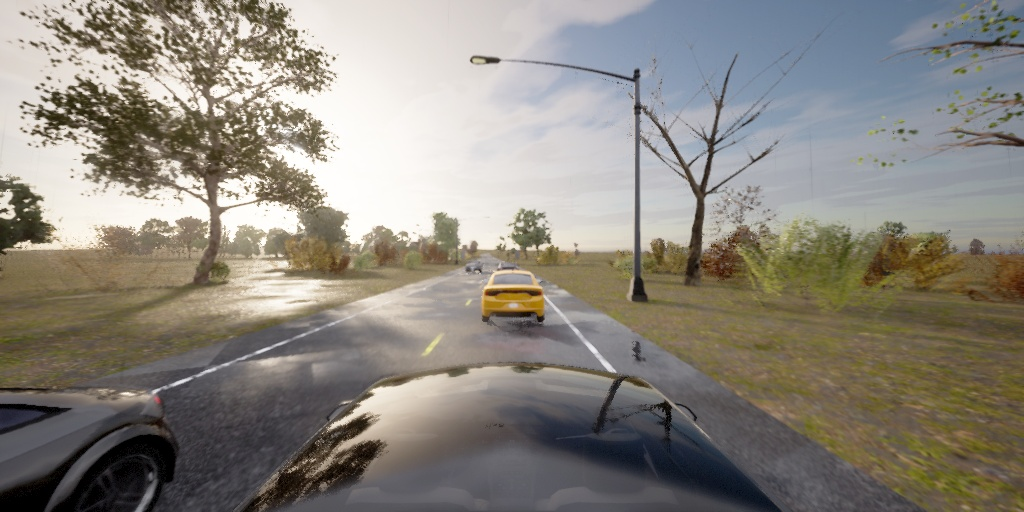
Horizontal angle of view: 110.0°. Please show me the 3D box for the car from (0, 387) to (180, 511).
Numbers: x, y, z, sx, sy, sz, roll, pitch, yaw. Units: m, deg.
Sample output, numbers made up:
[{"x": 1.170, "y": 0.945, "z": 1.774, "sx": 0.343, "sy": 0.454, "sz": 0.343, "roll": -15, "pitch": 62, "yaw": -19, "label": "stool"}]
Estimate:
[{"x": -3.615, "y": 1.316, "z": 1.055, "sx": 1.994, "sy": 1.385, "sz": 4.181, "roll": 0, "pitch": 0, "yaw": 0, "label": "car"}]

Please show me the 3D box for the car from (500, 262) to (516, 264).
[{"x": -0.355, "y": 1.238, "z": 30.428, "sx": 2.128, "sy": 1.511, "sz": 4.902, "roll": 0, "pitch": 0, "yaw": -2, "label": "car"}]

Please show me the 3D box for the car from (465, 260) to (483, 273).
[{"x": -4.481, "y": 1.234, "z": 42.518, "sx": 2.128, "sy": 1.511, "sz": 4.902, "roll": 0, "pitch": 0, "yaw": -2, "label": "car"}]

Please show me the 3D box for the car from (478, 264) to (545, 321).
[{"x": 0.018, "y": 1.229, "z": 12.489, "sx": 1.882, "sy": 1.535, "sz": 5.008, "roll": 0, "pitch": 0, "yaw": -1, "label": "car"}]
